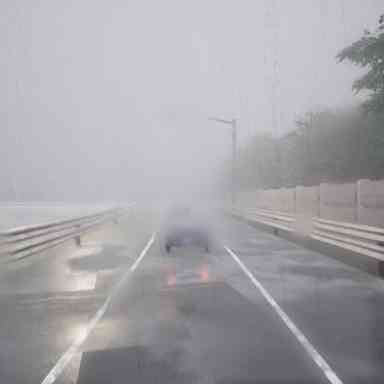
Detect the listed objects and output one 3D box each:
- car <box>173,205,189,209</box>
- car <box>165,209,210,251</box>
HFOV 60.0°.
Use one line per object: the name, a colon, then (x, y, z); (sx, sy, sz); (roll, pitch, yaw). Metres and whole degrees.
car: (-0.975, 1.927, 29.665); (1.837, 1.490, 4.892); (0, 0, -3)
car: (-0.222, 1.740, 14.996); (1.812, 1.442, 4.674); (0, -1, -2)
